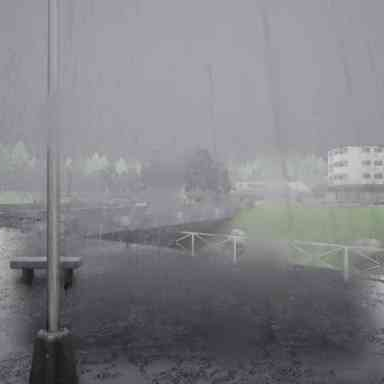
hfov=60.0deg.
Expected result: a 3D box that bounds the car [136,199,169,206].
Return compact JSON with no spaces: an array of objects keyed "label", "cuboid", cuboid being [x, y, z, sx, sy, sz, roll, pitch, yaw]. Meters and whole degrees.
[{"label":"car","cuboid":[-5.011,1.600,43.237,1.895,1.301,4.718,0,0,36]}]
